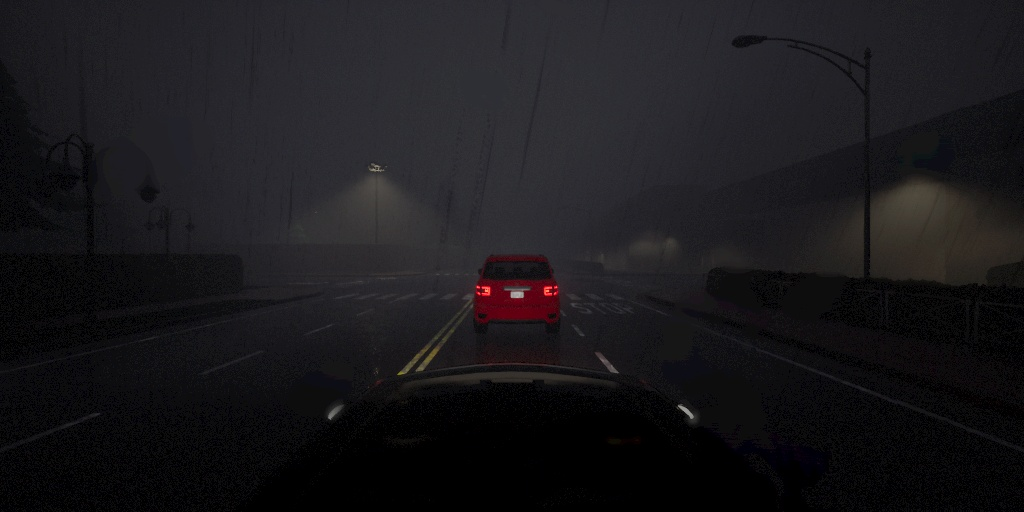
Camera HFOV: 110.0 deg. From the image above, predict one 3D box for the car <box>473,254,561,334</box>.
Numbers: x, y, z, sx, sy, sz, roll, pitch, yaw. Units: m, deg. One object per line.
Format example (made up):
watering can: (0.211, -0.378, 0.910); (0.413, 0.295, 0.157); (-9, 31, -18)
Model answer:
car: (0.124, 0.971, 10.800); (2.150, 2.045, 5.566); (0, 0, 0)

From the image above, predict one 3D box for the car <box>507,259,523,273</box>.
car: (0.368, 1.228, 45.650); (1.882, 1.535, 5.008); (0, 0, 1)
